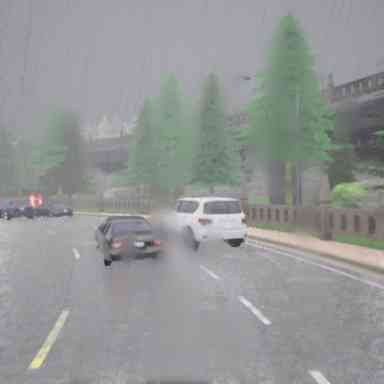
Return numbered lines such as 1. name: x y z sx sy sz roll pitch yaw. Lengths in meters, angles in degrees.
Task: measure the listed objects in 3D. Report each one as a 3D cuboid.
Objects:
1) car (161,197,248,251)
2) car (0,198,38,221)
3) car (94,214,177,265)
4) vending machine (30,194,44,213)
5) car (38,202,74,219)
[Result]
1. car: 0.256 1.219 14.477 2.150 2.045 5.566 0 0 -23
2. car: -15.197 1.382 27.550 4.553 1.767 2.097 0 0 35
3. car: -2.388 1.550 11.882 2.033 1.411 5.357 0 0 -20
4. vending machine: -17.471 1.228 37.404 0.880 2.100 1.100 0 0 23
5. car: -12.573 1.586 29.947 4.181 1.385 1.994 0 0 36
